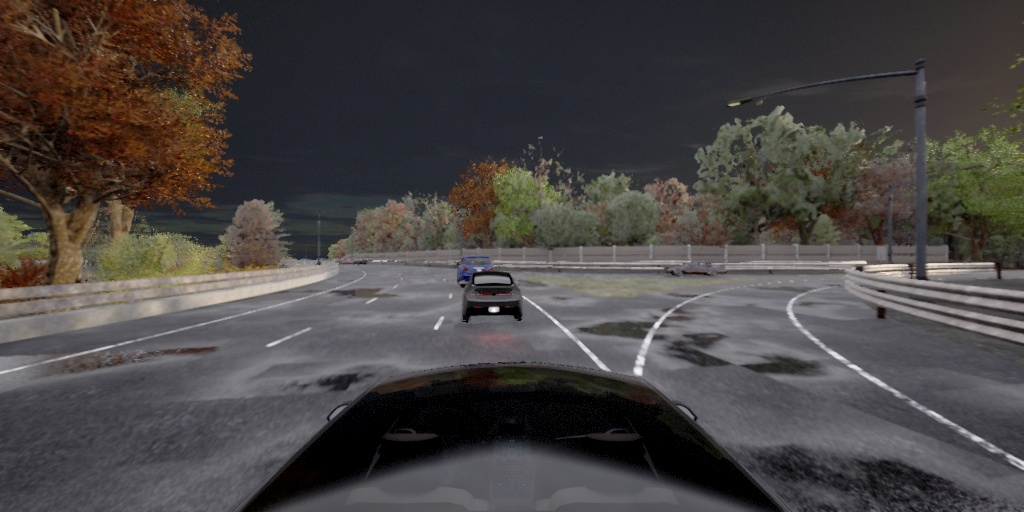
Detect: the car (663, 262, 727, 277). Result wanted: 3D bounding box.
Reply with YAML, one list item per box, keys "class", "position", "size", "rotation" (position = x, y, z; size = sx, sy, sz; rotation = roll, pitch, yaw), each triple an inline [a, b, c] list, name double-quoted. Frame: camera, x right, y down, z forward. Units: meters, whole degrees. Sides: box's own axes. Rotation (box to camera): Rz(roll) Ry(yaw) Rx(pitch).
- class: "car"
  position: [17.455, 1.243, 34.336]
  size: [5.357, 1.411, 2.033]
  rotation: [0, 0, 10]

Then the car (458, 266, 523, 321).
- class: "car"
  position: [-0.768, 1.259, 12.488]
  size: [1.837, 1.490, 4.892]
  rotation: [0, 0, -6]

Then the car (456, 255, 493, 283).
- class: "car"
  position: [-2.550, 0.983, 24.480]
  size: [2.150, 2.045, 5.566]
  rotation: [0, 0, -11]
